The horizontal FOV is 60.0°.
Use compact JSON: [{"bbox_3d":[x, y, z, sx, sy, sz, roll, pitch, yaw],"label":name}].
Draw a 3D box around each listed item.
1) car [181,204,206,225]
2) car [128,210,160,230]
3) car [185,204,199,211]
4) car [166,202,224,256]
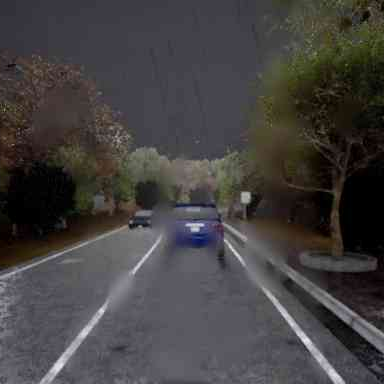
[{"bbox_3d":[0.146,1.994,30.896,2.097,1.767,4.553,0,-1,0],"label":"car"},{"bbox_3d":[-3.569,2.060,25.628,2.033,1.411,5.357,0,-1,0],"label":"car"},{"bbox_3d":[0.059,3.058,66.112,1.994,1.385,4.181,1,-1,13],"label":"car"},{"bbox_3d":[0.110,1.456,14.204,2.150,2.045,5.566,0,-2,0],"label":"car"}]
